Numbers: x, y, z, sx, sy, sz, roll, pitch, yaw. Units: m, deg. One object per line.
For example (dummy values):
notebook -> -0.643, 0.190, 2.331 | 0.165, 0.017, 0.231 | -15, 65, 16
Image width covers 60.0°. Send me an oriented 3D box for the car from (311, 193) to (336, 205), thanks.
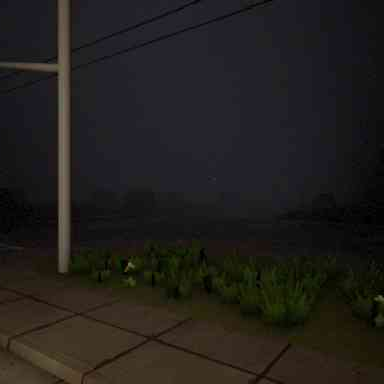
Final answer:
car -> 17.280, 1.129, 43.811 | 1.905, 1.878, 3.866 | -6, -1, -8
